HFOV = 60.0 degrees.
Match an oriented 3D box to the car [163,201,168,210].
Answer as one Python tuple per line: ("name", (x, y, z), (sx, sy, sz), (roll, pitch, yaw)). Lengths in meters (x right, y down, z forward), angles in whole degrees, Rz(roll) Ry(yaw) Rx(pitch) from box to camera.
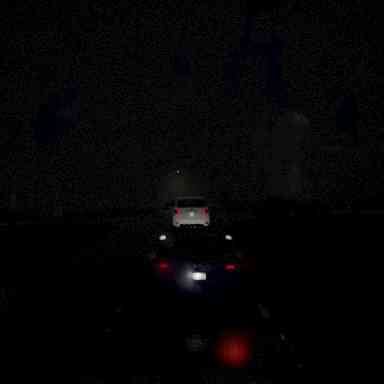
("car", (-2.841, 1.836, 46.247), (1.994, 1.385, 4.181), (0, -1, 0))

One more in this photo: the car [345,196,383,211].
("car", (17.818, 1.050, 32.124), (5.357, 1.411, 2.033), (-2, -1, 0))

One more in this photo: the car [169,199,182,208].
("car", (-2.820, 1.977, 57.464), (2.033, 1.411, 5.357), (0, -1, 1))

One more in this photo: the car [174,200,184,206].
("car", (-2.741, 2.297, 72.276), (1.895, 1.301, 4.718), (0, -1, 0))

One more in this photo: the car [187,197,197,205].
("car", (0.010, 2.145, 76.925), (2.097, 1.767, 4.553), (0, -1, 0))

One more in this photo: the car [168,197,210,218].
("car", (-0.210, 1.296, 20.846), (2.150, 2.045, 5.566), (0, 0, -4))

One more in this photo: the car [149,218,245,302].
("car", (0.100, 1.587, 8.365), (1.994, 1.385, 4.181), (0, 0, 0))
